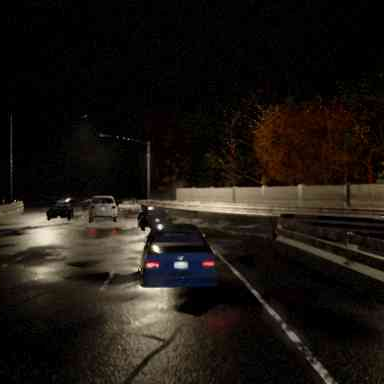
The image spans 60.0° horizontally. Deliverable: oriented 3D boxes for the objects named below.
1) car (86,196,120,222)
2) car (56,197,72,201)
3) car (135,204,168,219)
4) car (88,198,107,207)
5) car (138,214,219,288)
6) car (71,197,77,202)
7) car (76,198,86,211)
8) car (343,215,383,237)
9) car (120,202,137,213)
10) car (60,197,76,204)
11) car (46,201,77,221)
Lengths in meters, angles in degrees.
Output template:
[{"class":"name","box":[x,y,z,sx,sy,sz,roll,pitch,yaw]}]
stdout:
[{"class":"car","box":[-7.539,1.370,28.131,2.150,2.045,5.566,0,0,-15]},{"class":"car","box":[-18.310,1.811,46.326,1.994,1.385,4.181,0,0,-26]},{"class":"car","box":[-2.507,1.679,21.963,1.994,1.385,4.181,0,0,-12]},{"class":"car","box":[-16.243,1.779,56.982,1.882,1.535,5.008,0,-1,-31]},{"class":"car","box":[-0.486,1.597,9.481,2.033,1.411,5.357,0,0,-6]},{"class":"car","box":[-23.501,1.883,67.890,2.128,1.511,4.902,0,0,-39]},{"class":"car","box":[-14.203,1.734,45.881,2.128,1.511,4.902,0,0,-25]},{"class":"car","box":[9.109,1.563,14.370,2.128,1.511,4.902,0,-1,-41]},{"class":"car","box":[-7.641,1.811,40.056,1.895,1.301,4.718,0,0,-25]},{"class":"car","box":[-26.984,1.763,72.248,1.812,1.442,4.674,0,0,-42]},{"class":"car","box":[-11.478,1.756,29.175,1.895,1.301,4.718,0,0,-16]}]
